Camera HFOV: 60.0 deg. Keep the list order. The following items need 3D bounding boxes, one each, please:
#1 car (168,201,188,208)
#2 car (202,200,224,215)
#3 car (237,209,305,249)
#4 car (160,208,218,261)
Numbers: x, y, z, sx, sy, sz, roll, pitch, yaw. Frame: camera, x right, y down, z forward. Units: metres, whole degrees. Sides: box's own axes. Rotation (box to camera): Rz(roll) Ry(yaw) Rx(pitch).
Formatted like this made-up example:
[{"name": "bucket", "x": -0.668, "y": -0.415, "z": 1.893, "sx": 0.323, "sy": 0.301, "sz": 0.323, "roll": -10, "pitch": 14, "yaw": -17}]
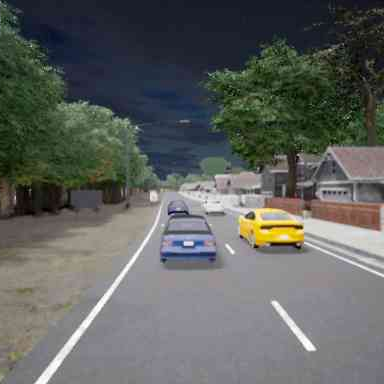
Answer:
[{"name": "car", "x": -1.402, "y": 1.517, "z": 32.572, "sx": 1.994, "sy": 1.385, "sz": 4.181, "roll": 0, "pitch": 0, "yaw": -4}, {"name": "car", "x": 2.063, "y": 1.473, "z": 33.206, "sx": 1.812, "sy": 1.442, "sz": 4.674, "roll": 0, "pitch": 0, "yaw": -4}, {"name": "car", "x": 3.226, "y": 1.461, "z": 14.463, "sx": 1.882, "sy": 1.535, "sz": 5.008, "roll": 0, "pitch": 0, "yaw": -2}, {"name": "car", "x": -0.180, "y": 1.539, "z": 12.172, "sx": 2.033, "sy": 1.411, "sz": 5.357, "roll": 0, "pitch": 0, "yaw": -2}]
